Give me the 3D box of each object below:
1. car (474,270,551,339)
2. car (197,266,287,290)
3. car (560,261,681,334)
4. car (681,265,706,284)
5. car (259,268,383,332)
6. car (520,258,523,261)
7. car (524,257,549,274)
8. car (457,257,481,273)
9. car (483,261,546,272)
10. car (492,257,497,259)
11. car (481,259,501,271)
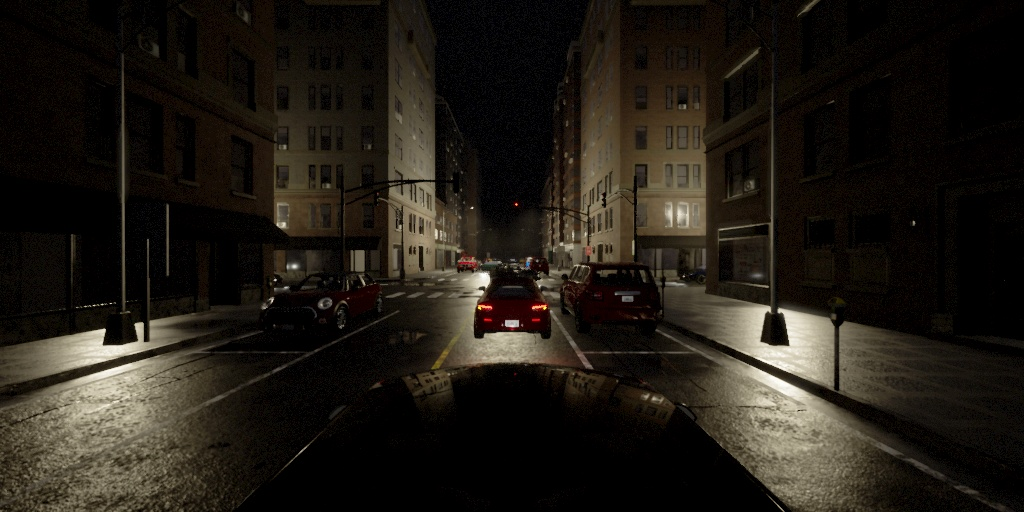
[{"bbox_3d":[0.022,1.274,9.947,1.812,1.442,4.674,0,0,1],"label":"car"},{"bbox_3d":[-17.076,1.359,22.846,4.181,1.385,1.994,0,0,0],"label":"car"},{"bbox_3d":[2.652,1.063,10.591,2.192,1.841,5.009,0,0,0],"label":"car"},{"bbox_3d":[14.290,1.268,25.666,4.181,1.385,1.994,0,0,0],"label":"car"},{"bbox_3d":[-5.373,1.188,10.606,1.967,1.591,4.097,0,0,0],"label":"car"},{"bbox_3d":[2.786,1.054,54.159,2.192,1.841,5.009,0,0,0],"label":"car"},{"bbox_3d":[2.767,1.058,37.647,2.192,1.841,5.009,0,0,0],"label":"car"},{"bbox_3d":[-5.341,1.057,43.166,2.192,1.841,5.009,0,0,0],"label":"car"},{"bbox_3d":[0.050,1.290,26.979,2.033,1.411,5.357,0,0,-29],"label":"car"},{"bbox_3d":[-2.689,1.284,64.702,2.033,1.411,5.357,0,0,1],"label":"car"},{"bbox_3d":[-2.766,1.343,45.689,1.895,1.301,4.718,0,0,0],"label":"car"}]
